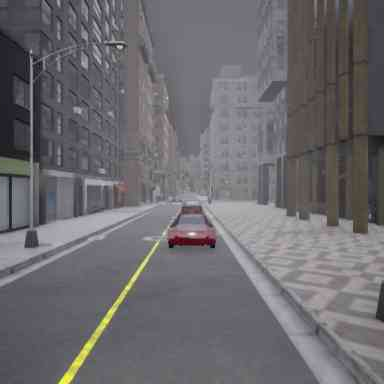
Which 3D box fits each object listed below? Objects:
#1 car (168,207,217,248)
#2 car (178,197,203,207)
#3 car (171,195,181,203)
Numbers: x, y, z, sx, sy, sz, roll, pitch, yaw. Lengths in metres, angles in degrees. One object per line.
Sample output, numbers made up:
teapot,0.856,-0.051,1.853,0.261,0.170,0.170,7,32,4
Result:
car,0.000,1.566,14.651,1.994,1.385,4.181,0,0,0
car,0.001,1.463,29.650,1.882,1.535,5.008,0,0,0
car,-2.999,1.323,67.219,2.097,1.767,4.553,0,0,0
